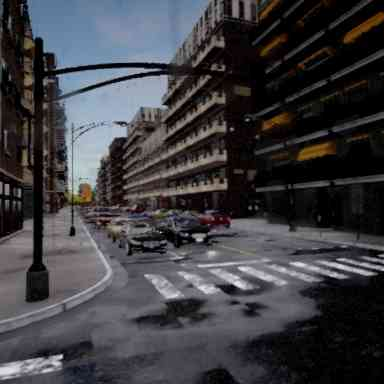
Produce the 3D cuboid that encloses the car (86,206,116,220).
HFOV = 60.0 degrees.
[{"bbox_3d":[-9.984,2.520,36.358,2.192,1.841,5.009,1,-2,-20],"label":"car"}]

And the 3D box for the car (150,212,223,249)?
[{"bbox_3d":[-0.478,2.043,17.788,2.128,1.511,4.902,0,-2,-20],"label":"car"}]

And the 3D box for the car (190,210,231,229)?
[{"bbox_3d":[1.711,2.297,28.732,1.967,1.590,4.097,1,-2,-20],"label":"car"}]

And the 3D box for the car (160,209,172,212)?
[{"bbox_3d":[-2.098,2.761,39.186,2.008,1.369,4.403,1,-2,-20],"label":"car"}]

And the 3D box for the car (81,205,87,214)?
[{"bbox_3d":[-15.698,3.052,52.044,2.192,1.841,5.009,1,-2,-20],"label":"car"}]

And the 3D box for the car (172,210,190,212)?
[{"bbox_3d":[-0.194,2.584,33.957,2.008,1.369,4.403,1,-2,-20],"label":"car"}]

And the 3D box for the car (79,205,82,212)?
[{"bbox_3d":[-21.413,3.837,67.723,1.947,1.339,4.313,1,-2,-20],"label":"car"}]

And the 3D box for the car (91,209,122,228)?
[{"bbox_3d":[-8.080,2.573,31.121,1.887,1.381,4.507,1,-2,-20],"label":"car"}]

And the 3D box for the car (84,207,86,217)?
[{"bbox_3d":[-13.736,3.079,46.648,1.752,1.417,4.829,1,-2,-20],"label":"car"}]

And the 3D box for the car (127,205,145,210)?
[{"bbox_3d":[-9.717,3.235,60.110,2.192,1.841,5.009,1,-2,-20],"label":"car"}]

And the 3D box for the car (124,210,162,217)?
[{"bbox_3d":[-4.269,2.466,28.204,1.994,1.385,4.181,0,-2,-20],"label":"car"}]

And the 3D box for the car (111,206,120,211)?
[{"bbox_3d":[-21.146,4.556,91.475,1.947,1.339,4.313,1,-2,-20],"label":"car"}]

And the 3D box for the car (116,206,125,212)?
[{"bbox_3d":[-11.497,3.128,48.287,2.033,1.411,5.357,0,-2,-20],"label":"car"}]

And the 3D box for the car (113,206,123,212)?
[{"bbox_3d":[-19.241,4.362,86.246,2.008,1.369,4.403,1,-2,-20],"label":"car"}]

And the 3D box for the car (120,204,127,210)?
[{"bbox_3d":[-13.527,3.826,70.560,2.008,1.369,4.403,1,-2,-20],"label":"car"}]

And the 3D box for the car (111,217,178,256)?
[{"bbox_3d":[-2.366,2.050,15.433,2.008,1.369,4.403,1,-2,-20],"label":"car"}]

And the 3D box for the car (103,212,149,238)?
[{"bbox_3d":[-4.212,2.196,20.503,1.752,1.417,4.829,1,-2,-20],"label":"car"}]

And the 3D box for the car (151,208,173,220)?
[{"bbox_3d":[-4.061,2.918,44.575,1.752,1.417,4.829,1,-2,-20],"label":"car"}]

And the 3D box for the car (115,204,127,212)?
[{"bbox_3d":[-17.336,3.948,81.025,2.192,1.841,5.009,1,-2,-20],"label":"car"}]

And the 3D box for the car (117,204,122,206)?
[{"bbox_3d":[-15.431,3.999,75.788,1.887,1.381,4.507,1,-2,-20],"label":"car"}]
